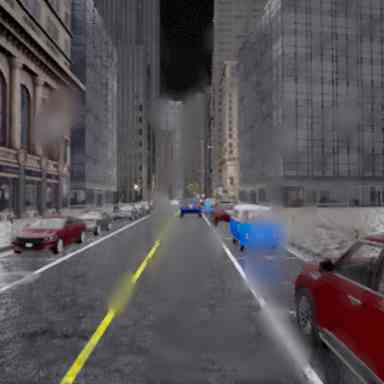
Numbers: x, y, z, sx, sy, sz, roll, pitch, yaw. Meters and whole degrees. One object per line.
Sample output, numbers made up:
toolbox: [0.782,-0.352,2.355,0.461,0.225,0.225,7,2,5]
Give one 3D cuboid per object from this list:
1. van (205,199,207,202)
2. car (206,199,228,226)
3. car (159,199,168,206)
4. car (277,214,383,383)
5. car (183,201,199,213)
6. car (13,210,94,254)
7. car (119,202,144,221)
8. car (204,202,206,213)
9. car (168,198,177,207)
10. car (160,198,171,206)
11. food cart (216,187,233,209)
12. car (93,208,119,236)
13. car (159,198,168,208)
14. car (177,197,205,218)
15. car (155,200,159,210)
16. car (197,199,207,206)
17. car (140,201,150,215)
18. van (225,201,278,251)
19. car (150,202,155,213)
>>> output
van: [2.412,1.746,41.670,1.690,1.788,3.998,0,-1,0]
car: [2.524,1.545,25.291,2.192,1.841,5.009,0,-1,0]
car: [-6.334,2.389,74.197,1.752,1.417,4.829,0,-1,0]
car: [2.672,1.337,3.451,2.192,1.841,5.009,1,-1,0]
car: [-0.190,2.015,46.183,2.033,1.411,5.357,0,-1,-2]
car: [-5.929,1.696,14.319,1.887,1.381,4.507,1,-1,0]
car: [-6.040,1.866,30.697,2.008,1.369,4.403,1,-1,0]
car: [2.485,1.837,30.748,2.008,1.369,4.403,0,-1,0]
car: [-3.436,2.285,66.080,1.812,1.442,4.674,0,-1,0]
car: [-6.372,2.263,79.829,2.192,1.841,5.009,0,-1,0]
food cart: [5.260,1.022,54.991,2.280,3.560,4.660,-1,-1,0]
car: [-5.966,1.754,19.778,2.008,1.369,4.403,1,-1,0]
car: [-6.262,2.275,63.450,1.947,1.339,4.313,0,-1,0]
car: [-0.117,1.557,34.601,2.150,2.045,5.566,0,-1,0]
car: [-6.151,2.043,47.074,1.887,1.381,4.507,0,-1,0]
car: [2.189,2.382,74.422,1.887,1.381,4.507,0,-1,0]
car: [-6.077,1.924,36.157,2.008,1.369,4.403,1,-1,0]
van: [2.598,1.464,14.370,1.690,1.788,3.998,1,-1,0]
car: [-6.113,1.874,41.617,1.967,1.590,4.097,0,-1,0]
